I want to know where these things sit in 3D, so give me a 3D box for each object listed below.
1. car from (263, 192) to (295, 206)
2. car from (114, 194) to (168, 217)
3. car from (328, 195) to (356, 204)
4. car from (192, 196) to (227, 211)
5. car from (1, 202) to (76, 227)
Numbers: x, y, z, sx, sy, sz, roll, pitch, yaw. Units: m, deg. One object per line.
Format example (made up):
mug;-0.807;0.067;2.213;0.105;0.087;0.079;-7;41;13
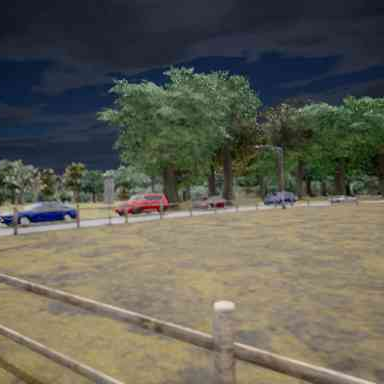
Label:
car;12.846;1.010;49.002;5.566;2.045;2.150;0;-1;-38
car;-4.624;1.207;31.199;2.150;2.045;5.566;-2;-1;37
car;24.034;1.160;53.069;4.718;1.301;1.895;-1;-2;-30
car;2.090;1.266;39.070;2.097;1.767;4.553;-2;-1;43
car;-10.538;1.515;23.175;1.882;1.535;5.008;-2;-1;36
